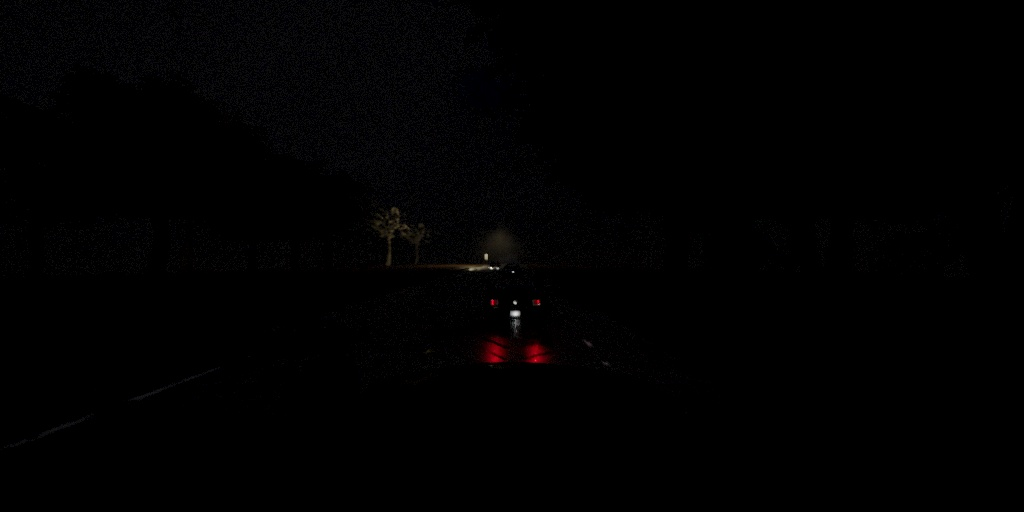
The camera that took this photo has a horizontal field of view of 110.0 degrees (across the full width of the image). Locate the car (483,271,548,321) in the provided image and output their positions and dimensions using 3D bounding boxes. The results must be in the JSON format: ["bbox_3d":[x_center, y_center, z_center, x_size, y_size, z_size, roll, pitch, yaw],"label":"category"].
[{"bbox_3d":[0.106,1.365,12.480,1.895,1.301,4.718,0,0,0],"label":"car"}]

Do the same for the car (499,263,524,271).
[{"bbox_3d":[0.100,1.378,33.380,1.994,1.385,4.181,0,0,0],"label":"car"}]
